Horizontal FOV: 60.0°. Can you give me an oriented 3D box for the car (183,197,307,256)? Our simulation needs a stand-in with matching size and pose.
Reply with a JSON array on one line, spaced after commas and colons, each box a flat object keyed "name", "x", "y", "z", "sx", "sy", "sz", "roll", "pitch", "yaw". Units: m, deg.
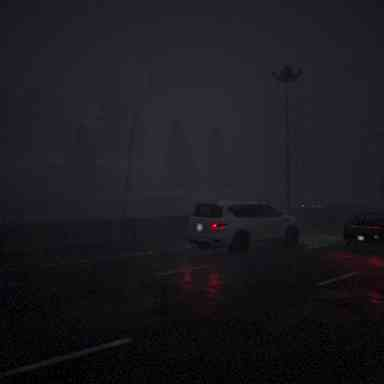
[{"name": "car", "x": 2.361, "y": 1.392, "z": 14.239, "sx": 5.566, "sy": 2.045, "sz": 2.150, "roll": 0, "pitch": -1, "yaw": -39}]

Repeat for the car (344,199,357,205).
[{"name": "car", "x": 30.373, "y": 2.055, "z": 63.628, "sx": 1.837, "sy": 1.490, "sz": 4.892, "roll": -1, "pitch": -1, "yaw": 30}]

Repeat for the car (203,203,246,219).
[{"name": "car", "x": 3.430, "y": 1.950, "z": 34.354, "sx": 4.674, "sy": 1.442, "sz": 1.812, "roll": 0, "pitch": -1, "yaw": -44}]

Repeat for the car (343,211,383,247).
[{"name": "car", "x": 8.513, "y": 1.614, "z": 14.808, "sx": 4.902, "sy": 1.511, "sz": 2.128, "roll": 0, "pitch": -1, "yaw": -42}]

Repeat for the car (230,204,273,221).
[{"name": "car", "x": 5.696, "y": 1.934, "z": 31.696, "sx": 4.181, "sy": 1.385, "sz": 1.994, "roll": 0, "pitch": -1, "yaw": -44}]

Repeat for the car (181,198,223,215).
[{"name": "car", "x": 1.325, "y": 1.766, "z": 42.129, "sx": 2.150, "sy": 2.045, "sz": 5.566, "roll": -1, "pitch": -1, "yaw": 44}]

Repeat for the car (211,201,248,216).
[{"name": "car", "x": 4.613, "y": 1.972, "z": 40.542, "sx": 1.882, "sy": 1.535, "sz": 5.008, "roll": -1, "pitch": -1, "yaw": 44}]

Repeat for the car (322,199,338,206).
[{"name": "car", "x": 27.840, "y": 2.168, "z": 66.252, "sx": 1.994, "sy": 1.385, "sz": 4.181, "roll": -1, "pitch": -1, "yaw": 30}]

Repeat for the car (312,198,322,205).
[{"name": "car", "x": 27.984, "y": 2.057, "z": 74.152, "sx": 2.097, "sy": 1.767, "sz": 4.553, "roll": -1, "pitch": -1, "yaw": 26}]
